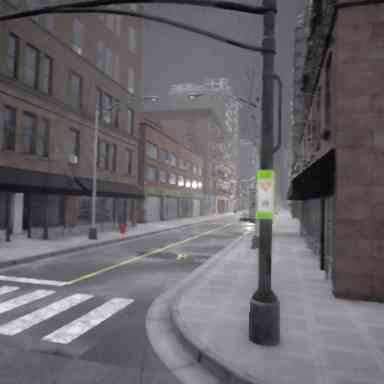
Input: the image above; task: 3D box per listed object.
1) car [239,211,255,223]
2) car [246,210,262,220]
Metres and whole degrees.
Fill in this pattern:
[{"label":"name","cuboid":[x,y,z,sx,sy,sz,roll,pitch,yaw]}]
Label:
[{"label":"car","cuboid":[7.253,3.165,42.584,1.994,1.385,4.181,1,-2,15]},{"label":"car","cuboid":[9.852,3.538,52.328,2.033,1.411,5.357,1,-2,15]}]
